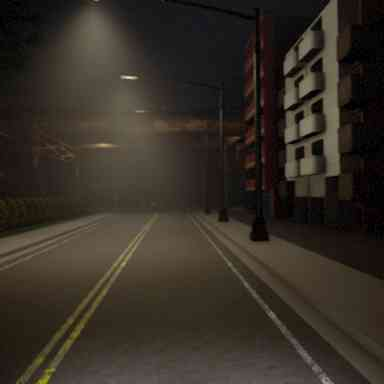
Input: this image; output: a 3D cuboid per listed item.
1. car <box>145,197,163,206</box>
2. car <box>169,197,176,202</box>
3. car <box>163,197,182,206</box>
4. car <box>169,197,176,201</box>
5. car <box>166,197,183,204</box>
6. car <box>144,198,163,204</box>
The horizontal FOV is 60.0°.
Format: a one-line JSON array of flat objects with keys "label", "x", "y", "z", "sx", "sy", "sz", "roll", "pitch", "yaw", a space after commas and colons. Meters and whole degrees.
[{"label": "car", "x": -7.628, "y": 1.936, "z": 66.439, "sx": 2.038, "sy": 1.542, "sz": 4.974, "roll": -1, "pitch": 0, "yaw": 21}, {"label": "car", "x": -5.441, "y": 2.068, "z": 92.910, "sx": 2.038, "sy": 1.542, "sz": 4.974, "roll": -1, "pitch": 0, "yaw": -4}, {"label": "car", "x": -3.457, "y": 1.886, "z": 66.386, "sx": 2.038, "sy": 1.542, "sz": 4.974, "roll": -1, "pitch": 0, "yaw": -24}, {"label": "car", "x": -5.447, "y": 1.911, "z": 92.963, "sx": 1.853, "sy": 1.218, "sz": 4.536, "roll": -1, "pitch": 0, "yaw": -4}, {"label": "car", "x": -3.480, "y": 1.729, "z": 66.434, "sx": 1.853, "sy": 1.218, "sz": 4.536, "roll": -1, "pitch": 0, "yaw": -24}, {"label": "car", "x": -7.612, "y": 1.778, "z": 66.489, "sx": 1.853, "sy": 1.218, "sz": 4.536, "roll": -1, "pitch": 0, "yaw": 21}]
